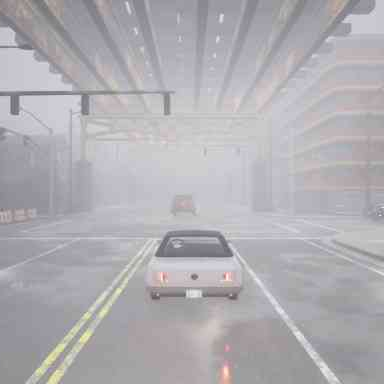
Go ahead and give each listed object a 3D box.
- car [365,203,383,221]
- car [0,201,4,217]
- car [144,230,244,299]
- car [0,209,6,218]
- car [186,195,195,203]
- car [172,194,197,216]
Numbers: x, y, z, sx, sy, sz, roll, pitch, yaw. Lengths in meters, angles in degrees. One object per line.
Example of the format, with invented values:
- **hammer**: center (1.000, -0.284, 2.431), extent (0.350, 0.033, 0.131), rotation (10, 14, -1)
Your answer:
- **car**: center (15.926, 1.221, 24.618), extent (5.566, 2.045, 2.150), rotation (0, 0, 0)
- **car**: center (-16.912, 1.295, 25.029), extent (4.536, 1.218, 1.853), rotation (0, 0, -20)
- **car**: center (0.046, 1.601, 8.390), extent (1.895, 1.301, 4.718), rotation (0, 0, 0)
- **car**: center (-16.863, 1.453, 25.047), extent (4.974, 1.542, 2.038), rotation (0, 0, -20)
- **car**: center (-0.277, 1.440, 67.439), extent (1.837, 1.490, 4.892), rotation (0, 0, 0)
- **car**: center (-0.717, 1.220, 32.551), extent (2.150, 2.045, 5.566), rotation (-1, 0, 1)
